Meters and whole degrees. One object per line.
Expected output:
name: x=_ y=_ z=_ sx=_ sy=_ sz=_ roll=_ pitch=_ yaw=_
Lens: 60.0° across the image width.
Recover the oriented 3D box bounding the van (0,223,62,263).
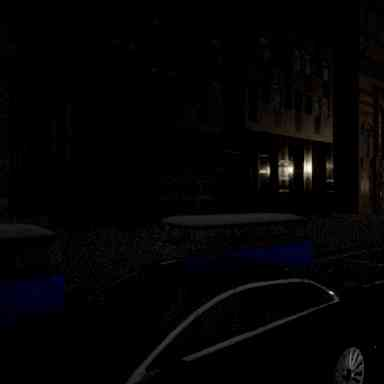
van: x=-3.628 y=1.336 z=4.059 sx=3.998 sy=1.788 sz=1.690 roll=0 pitch=0 yaw=-36

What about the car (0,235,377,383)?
car: x=-0.031 y=1.504 z=3.358 sx=4.902 sy=1.511 sz=2.128 roll=0 pitch=0 yaw=-36

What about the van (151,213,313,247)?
van: x=0.944 y=1.375 z=7.326 sx=3.998 sy=1.788 sz=1.690 roll=0 pitch=0 yaw=-36
